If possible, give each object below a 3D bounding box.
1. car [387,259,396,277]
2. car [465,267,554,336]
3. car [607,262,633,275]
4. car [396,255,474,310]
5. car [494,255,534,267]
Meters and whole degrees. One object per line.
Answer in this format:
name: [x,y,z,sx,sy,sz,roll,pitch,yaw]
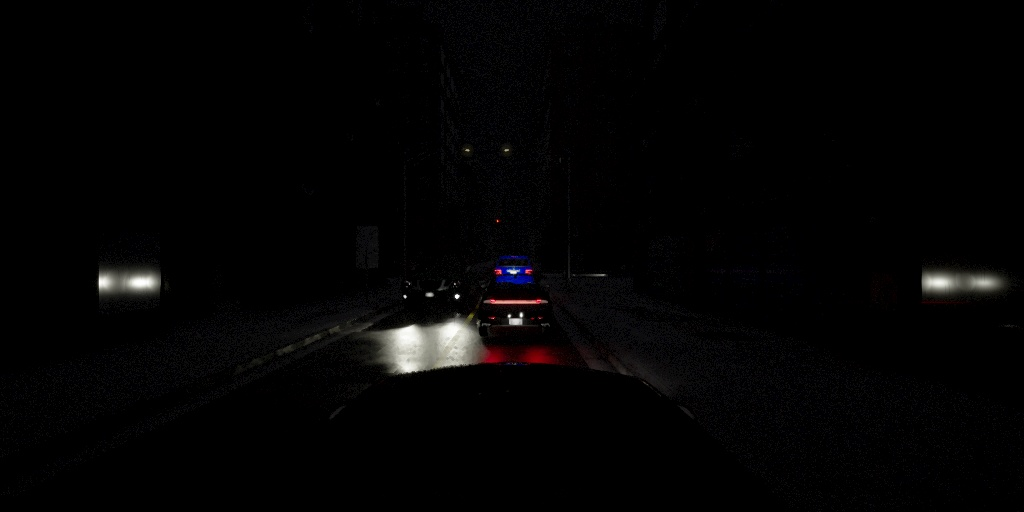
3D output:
car: [-10.129,1.103,34.818,4.553,1.767,2.097,0,0,0]
car: [0.098,1.241,10.356,2.128,1.511,4.902,0,0,0]
car: [12.159,1.317,37.689,4.181,1.385,1.994,0,0,0]
car: [-2.811,0.971,15.056,2.150,2.045,5.566,0,0,0]
car: [0.103,0.971,20.668,2.150,2.045,5.566,0,0,1]
